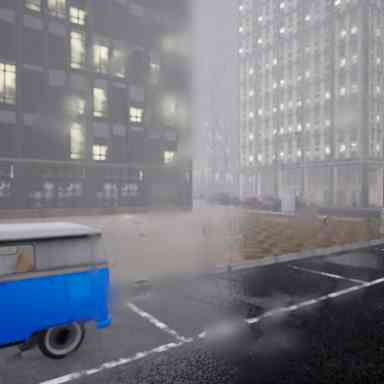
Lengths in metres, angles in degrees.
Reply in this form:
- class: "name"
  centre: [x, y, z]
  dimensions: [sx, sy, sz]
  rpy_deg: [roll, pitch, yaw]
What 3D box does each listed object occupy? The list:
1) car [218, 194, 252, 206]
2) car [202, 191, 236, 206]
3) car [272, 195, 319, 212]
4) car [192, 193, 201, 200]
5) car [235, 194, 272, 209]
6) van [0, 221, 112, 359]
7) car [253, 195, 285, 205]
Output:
- class: "car"
  centre: [5.682, 1.012, 44.218]
  dimensions: [1.812, 1.442, 4.674]
  rpy_deg: [0, 1, -36]
- class: "car"
  centre: [4.021, 0.812, 42.097]
  dimensions: [2.192, 1.841, 5.009]
  rpy_deg: [2, 0, -36]
- class: "car"
  centre: [10.515, 1.152, 33.038]
  dimensions: [1.967, 1.590, 4.097]
  rpy_deg: [2, 0, -36]
- class: "car"
  centre: [1.038, 0.752, 60.628]
  dimensions: [1.947, 1.339, 4.313]
  rpy_deg: [1, 0, -36]
- class: "car"
  centre: [7.262, 1.186, 37.568]
  dimensions: [1.802, 1.307, 4.206]
  rpy_deg: [2, 0, -36]
- class: "van"
  centre: [-3.084, 1.341, 4.361]
  dimensions: [3.998, 1.788, 1.690]
  rpy_deg: [0, 0, -36]
- class: "car"
  centre: [10.787, 1.090, 47.032]
  dimensions: [1.802, 1.307, 4.206]
  rpy_deg: [1, 0, -36]
